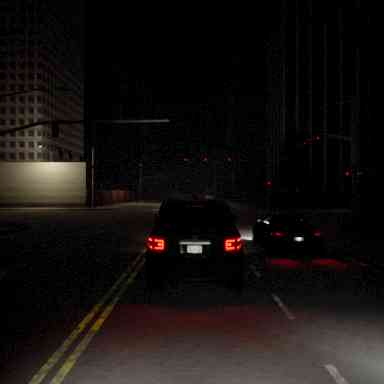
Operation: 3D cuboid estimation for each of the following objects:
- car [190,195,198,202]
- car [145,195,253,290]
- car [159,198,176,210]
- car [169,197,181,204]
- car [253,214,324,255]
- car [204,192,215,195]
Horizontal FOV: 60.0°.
[{"bbox_3d":[0.419,1.351,73.879,1.837,1.490,4.892,0,0,0],"label":"car"},{"bbox_3d":[0.094,1.221,9.226,2.150,2.045,5.566,0,0,1],"label":"car"},{"bbox_3d":[-3.252,1.543,44.920,2.033,1.411,5.357,0,0,-2],"label":"car"},{"bbox_3d":[-3.203,1.595,62.209,1.895,1.301,4.718,0,0,1],"label":"car"},{"bbox_3d":[3.644,1.563,13.267,1.994,1.385,4.181,0,0,1],"label":"car"},{"bbox_3d":[3.919,1.076,73.888,2.150,2.045,5.566,0,0,0],"label":"car"}]
